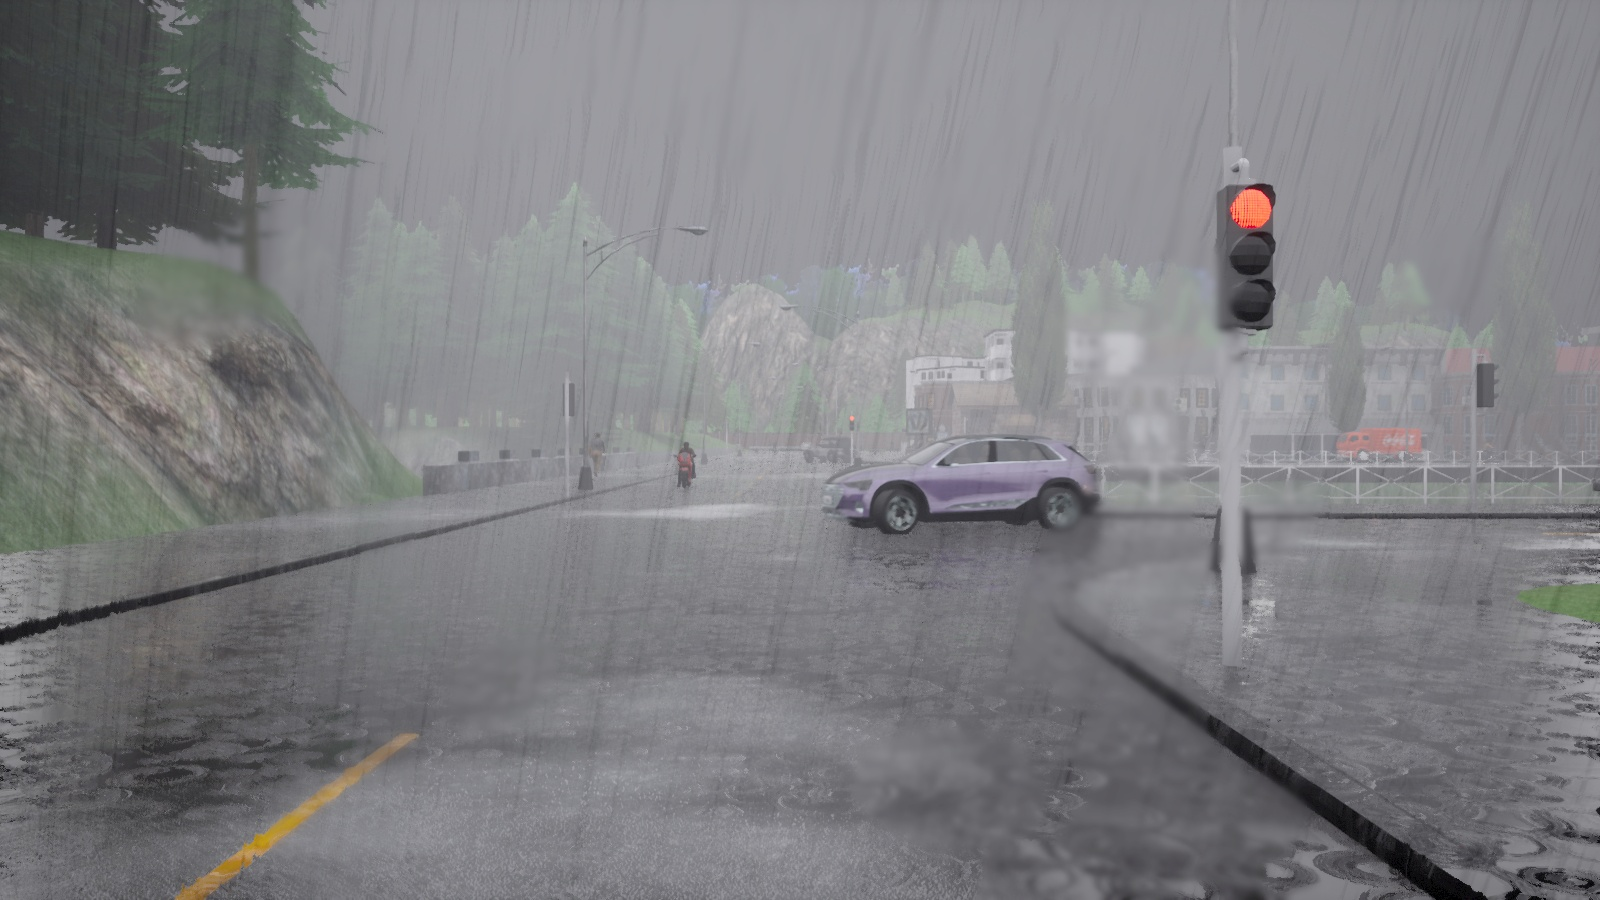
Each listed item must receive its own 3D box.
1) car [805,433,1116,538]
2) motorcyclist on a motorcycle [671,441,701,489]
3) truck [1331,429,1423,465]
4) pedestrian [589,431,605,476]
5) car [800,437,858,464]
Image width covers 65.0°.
[{"bbox_3d":[2.708,0.552,21.426,4.856,1.649,2.033,0,0,-16],"label":"car"},{"bbox_3d":[-3.751,0.480,41.501,0.797,1.523,2.044,0,0,0],"label":"motorcyclist on a motorcycle"},{"bbox_3d":[40.308,-0.229,87.878,5.204,2.467,2.627,0,0,0],"label":"truck"},{"bbox_3d":[-8.322,0.144,51.516,0.540,1.848,0.694,0,0,2],"label":"pedestrian"},{"bbox_3d":[2.071,0.005,90.743,3.866,1.878,1.905,0,1,43],"label":"car"}]
